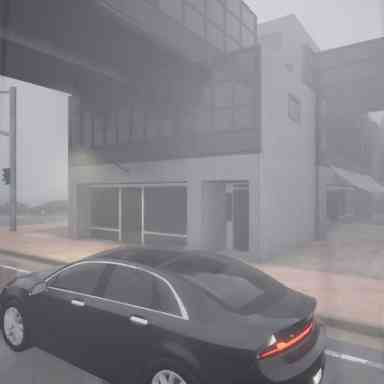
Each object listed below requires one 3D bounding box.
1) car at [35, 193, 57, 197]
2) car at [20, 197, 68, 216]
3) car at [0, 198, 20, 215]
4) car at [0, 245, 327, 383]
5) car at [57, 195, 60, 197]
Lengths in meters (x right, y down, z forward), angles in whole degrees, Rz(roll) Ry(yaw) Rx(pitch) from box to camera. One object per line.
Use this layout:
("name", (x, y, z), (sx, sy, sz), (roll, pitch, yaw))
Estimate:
("car", (-31.198, 1.160, 69.870), (4.605, 1.855, 1.932), (0, 0, 35))
("car", (-13.965, 1.508, 33.197), (1.837, 1.490, 4.892), (0, 0, 36))
("car", (-18.343, 1.567, 33.145), (1.994, 1.385, 4.181), (0, 0, 36))
("car", (-0.787, 1.505, 4.555), (4.892, 1.490, 1.837), (0, 0, 36))
("car", (-29.470, 1.371, 72.195), (3.905, 1.438, 1.784), (0, 0, 35))
